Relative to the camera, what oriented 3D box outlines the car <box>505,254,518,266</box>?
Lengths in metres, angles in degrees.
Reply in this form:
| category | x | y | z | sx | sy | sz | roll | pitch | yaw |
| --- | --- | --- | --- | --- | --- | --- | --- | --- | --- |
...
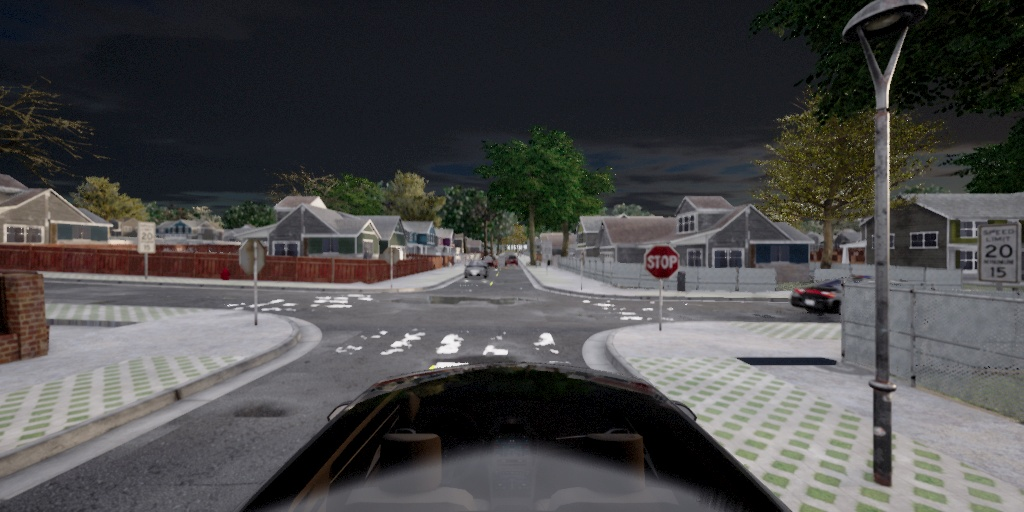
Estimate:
| category | x | y | z | sx | sy | sz | roll | pitch | yaw |
| --- | --- | --- | --- | --- | --- | --- | --- | --- | --- |
| car | -0.083 | 0.630 | 57.645 | 2.097 | 1.767 | 4.553 | 0 | 1 | 0 |

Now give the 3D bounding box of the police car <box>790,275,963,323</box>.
| category | x | y | z | sx | sy | sz | roll | pitch | yaw |
| --- | --- | --- | --- | --- | --- | --- | --- | --- | --- |
| police car | 13.081 | 1.510 | 12.848 | 4.974 | 1.542 | 2.038 | 1 | 0 | 0 |

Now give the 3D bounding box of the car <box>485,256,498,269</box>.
| category | x | y | z | sx | sy | sz | roll | pitch | yaw |
| --- | --- | --- | --- | --- | --- | --- | --- | --- | --- |
| car | -2.907 | 0.760 | 47.431 | 2.097 | 1.767 | 4.553 | 0 | 1 | 0 |

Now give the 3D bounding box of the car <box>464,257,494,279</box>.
| category | x | y | z | sx | sy | sz | roll | pitch | yaw |
| --- | --- | --- | --- | --- | --- | --- | --- | --- | --- |
| car | -2.889 | 1.088 | 30.121 | 2.128 | 1.511 | 4.902 | 0 | 1 | 0 |
